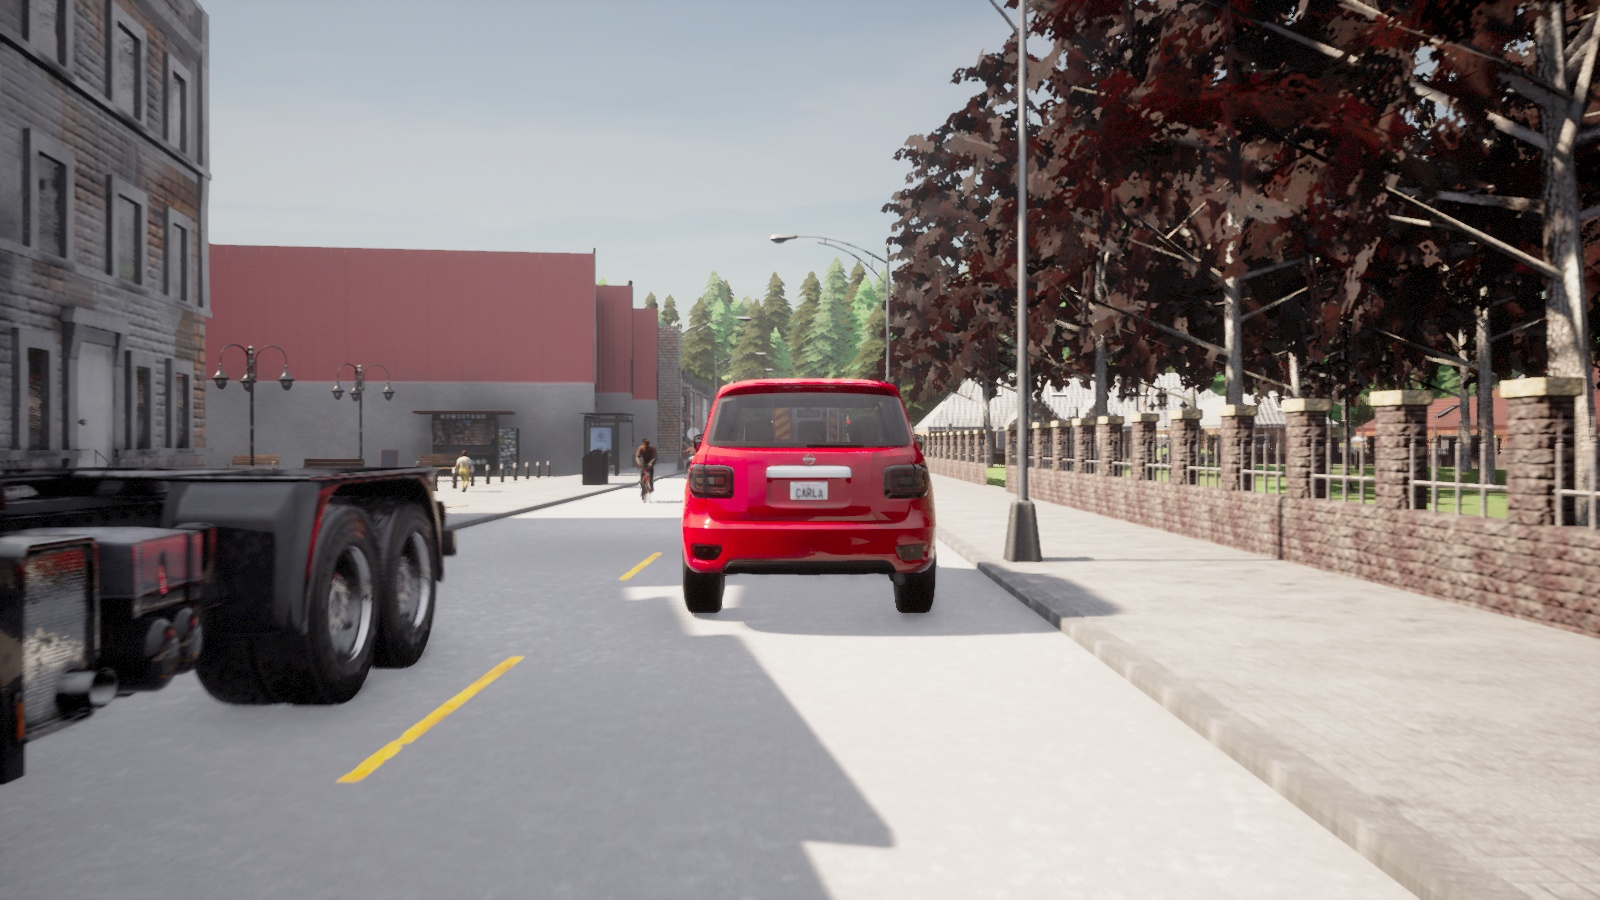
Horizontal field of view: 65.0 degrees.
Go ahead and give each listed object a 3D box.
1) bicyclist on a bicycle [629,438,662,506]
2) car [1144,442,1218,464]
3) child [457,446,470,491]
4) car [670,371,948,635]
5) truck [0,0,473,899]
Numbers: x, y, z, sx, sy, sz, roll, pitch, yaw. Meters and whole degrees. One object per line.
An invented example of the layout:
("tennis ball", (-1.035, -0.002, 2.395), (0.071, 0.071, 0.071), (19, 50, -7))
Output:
("bicyclist on a bicycle", (-3.810, 0.521, 31.064), (0.582, 1.620, 1.656), (0, 1, 0))
("car", (26.411, 0.224, 87.073), (4.514, 1.525, 2.007), (0, 0, -1))
("child", (-9.516, 0.528, 35.511), (0.270, 1.263, 0.437), (0, 0, -2))
("car", (0.085, 0.395, 12.492), (2.150, 2.045, 5.566), (0, 0, 0))
("truck", (-3.953, -0.270, 5.579), (2.891, 3.462, 7.936), (0, 0, 0))
